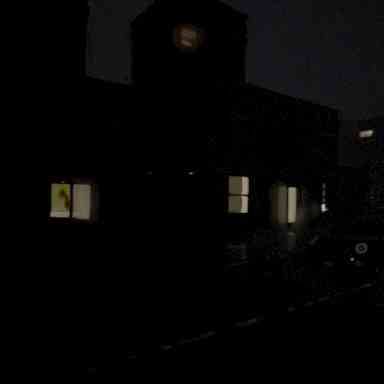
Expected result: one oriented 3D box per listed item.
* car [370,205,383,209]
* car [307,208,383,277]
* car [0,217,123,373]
[{"bbox_3d":[18.810,1.820,36.633,1.887,1.381,4.507,1,-1,-35],"label":"car"},{"bbox_3d":[5.464,1.499,10.421,4.097,1.590,1.967,0,1,-35],"label":"car"},{"bbox_3d":[-3.347,1.313,4.152,5.009,1.841,2.192,0,1,-35],"label":"car"}]
